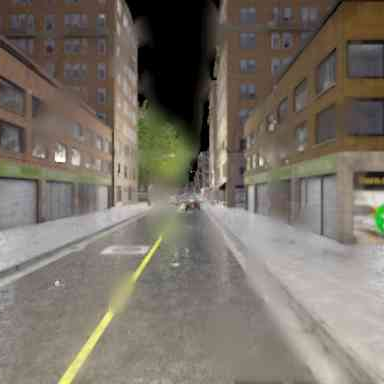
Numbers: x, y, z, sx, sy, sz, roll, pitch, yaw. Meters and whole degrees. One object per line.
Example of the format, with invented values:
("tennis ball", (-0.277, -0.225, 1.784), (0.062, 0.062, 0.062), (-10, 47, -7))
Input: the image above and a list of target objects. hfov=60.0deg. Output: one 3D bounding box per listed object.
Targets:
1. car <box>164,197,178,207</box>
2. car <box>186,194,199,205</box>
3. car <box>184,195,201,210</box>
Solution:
("car", (-3.069, 1.459, 49.832), (2.128, 1.511, 4.902), (0, 0, 0))
("car", (0.149, 1.314, 57.930), (2.097, 1.767, 4.553), (0, 0, 2))
("car", (0.090, 1.499, 41.702), (1.812, 1.442, 4.674), (0, 0, 0))
